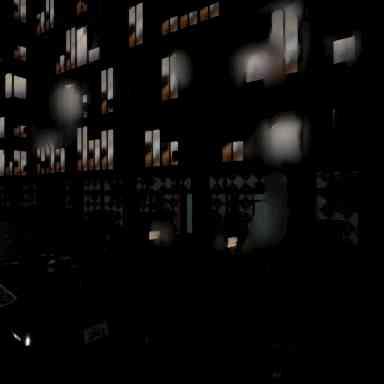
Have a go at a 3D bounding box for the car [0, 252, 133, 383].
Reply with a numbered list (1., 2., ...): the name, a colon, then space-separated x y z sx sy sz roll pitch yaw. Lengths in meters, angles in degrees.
1. car: -2.733 1.566 4.836 4.313 1.339 1.947 0 0 36
